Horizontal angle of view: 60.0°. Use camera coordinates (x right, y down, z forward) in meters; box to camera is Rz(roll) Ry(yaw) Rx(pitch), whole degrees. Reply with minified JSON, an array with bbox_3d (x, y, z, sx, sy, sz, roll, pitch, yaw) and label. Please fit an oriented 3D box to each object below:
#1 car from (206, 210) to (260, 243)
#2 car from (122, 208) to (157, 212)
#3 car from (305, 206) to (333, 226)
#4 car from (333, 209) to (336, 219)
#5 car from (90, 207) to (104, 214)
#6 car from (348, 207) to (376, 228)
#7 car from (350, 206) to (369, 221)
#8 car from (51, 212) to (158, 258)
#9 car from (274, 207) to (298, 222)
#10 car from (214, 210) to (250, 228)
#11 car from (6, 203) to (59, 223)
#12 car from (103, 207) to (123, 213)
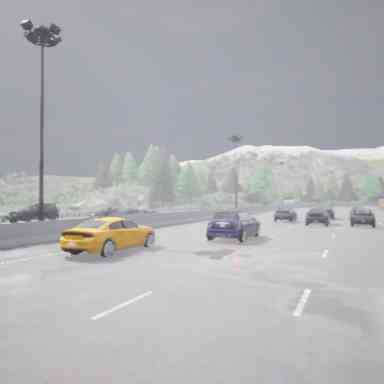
[{"bbox_3d":[2.545,1.848,19.553,2.097,1.767,4.553,-1,-2,25],"label":"car"},{"bbox_3d":[-5.132,2.570,36.301,1.895,1.301,4.718,-1,-2,26],"label":"car"},{"bbox_3d":[11.310,2.216,29.814,1.837,1.490,4.892,-1,-1,25],"label":"car"},{"bbox_3d":[15.988,2.414,39.637,1.882,1.535,5.008,-1,-1,25],"label":"car"},{"bbox_3d":[-10.560,2.618,41.142,2.128,1.511,4.902,-1,-2,26],"label":"car"},{"bbox_3d":[14.417,2.144,28.198,2.128,1.511,4.902,-1,-2,25],"label":"car"},{"bbox_3d":[19.088,2.403,38.008,1.812,1.442,4.674,-1,-1,25],"label":"car"},{"bbox_3d":[-3.529,1.889,14.934,1.882,1.535,5.008,-1,-2,25],"label":"car"},{"bbox_3d":[9.900,2.344,34.985,2.128,1.511,4.902,-1,-2,25],"label":"car"},{"bbox_3d":[3.721,2.363,30.149,1.895,1.301,4.718,-1,-2,25],"label":"car"},{"bbox_3d":[-17.010,2.246,35.877,2.150,2.045,5.566,-1,-2,26],"label":"car"},{"bbox_3d":[-7.569,2.608,39.288,2.033,1.411,5.357,-1,-2,26],"label":"car"}]
